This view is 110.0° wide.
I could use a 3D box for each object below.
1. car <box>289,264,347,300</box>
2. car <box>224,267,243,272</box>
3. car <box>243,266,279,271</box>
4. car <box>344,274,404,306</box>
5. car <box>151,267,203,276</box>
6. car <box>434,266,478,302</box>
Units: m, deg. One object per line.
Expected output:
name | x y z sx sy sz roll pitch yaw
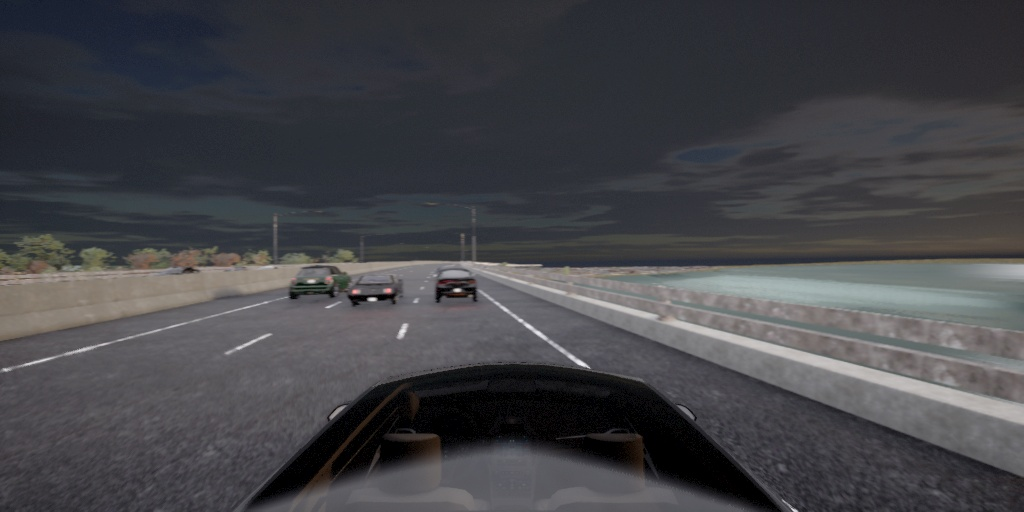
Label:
car | -10.366 1.308 19.781 2.097 1.767 4.553 -1 0 -12
car | -28.321 1.842 37.037 1.994 1.385 4.181 -1 0 -11
car | -24.600 1.750 36.165 1.812 1.442 4.674 -1 0 -11
car | -6.169 1.491 16.806 1.895 1.301 4.718 -1 0 -12
car | -31.207 1.800 33.514 1.837 1.490 4.892 -1 0 -11
car | -2.851 1.331 17.899 1.882 1.535 5.008 -1 0 -12
